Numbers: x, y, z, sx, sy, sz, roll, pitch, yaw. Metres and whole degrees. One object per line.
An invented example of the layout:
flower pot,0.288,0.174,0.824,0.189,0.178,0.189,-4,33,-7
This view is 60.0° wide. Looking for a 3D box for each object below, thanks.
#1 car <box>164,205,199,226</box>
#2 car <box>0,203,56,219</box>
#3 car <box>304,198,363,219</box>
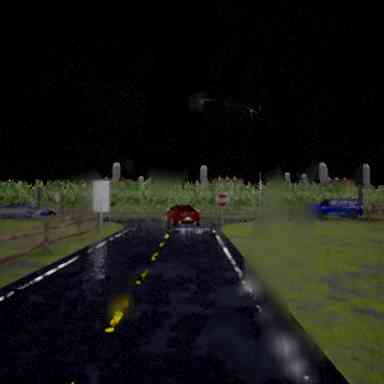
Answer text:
car,-0.866,1.712,25.647,1.882,1.535,5.008,1,0,-14
car,-15.497,1.703,30.776,5.357,1.411,2.033,0,-1,2
car,14.242,1.669,33.585,5.566,2.045,2.150,0,-1,0
